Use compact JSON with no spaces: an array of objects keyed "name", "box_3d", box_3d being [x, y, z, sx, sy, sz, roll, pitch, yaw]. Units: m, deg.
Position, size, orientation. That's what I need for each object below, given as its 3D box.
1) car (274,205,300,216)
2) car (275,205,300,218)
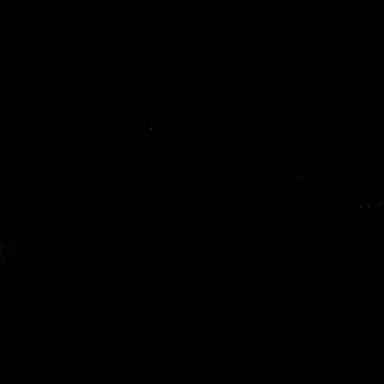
[{"name":"car","box_3d":[14.247,2.712,49.741,2.128,1.511,4.902,1,-1,35]},{"name":"car","box_3d":[12.105,2.524,41.909,1.882,1.535,5.008,1,-1,35]}]
